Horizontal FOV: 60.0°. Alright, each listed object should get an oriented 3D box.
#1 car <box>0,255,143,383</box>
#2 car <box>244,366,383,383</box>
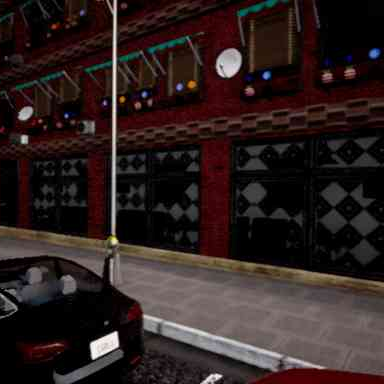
[{"bbox_3d":[-2.563,1.566,4.538,4.313,1.339,1.947,0,1,36],"label":"car"},{"bbox_3d":[1.955,1.582,1.316,4.206,1.307,1.802,0,1,36],"label":"car"}]
